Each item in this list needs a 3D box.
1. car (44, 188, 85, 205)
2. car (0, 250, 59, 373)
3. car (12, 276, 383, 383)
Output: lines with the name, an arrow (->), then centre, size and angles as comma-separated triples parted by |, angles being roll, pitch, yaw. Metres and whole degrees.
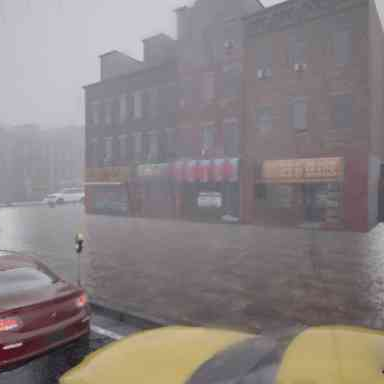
car -> -15.682, 0.549, 42.003 | 2.150, 2.045, 5.566 | 0, 2, 35
car -> -3.319, 1.584, 5.177 | 4.206, 1.307, 1.802 | 0, 0, 36
car -> 0.991, 1.525, 2.098 | 4.829, 1.417, 1.752 | 0, 0, 36
